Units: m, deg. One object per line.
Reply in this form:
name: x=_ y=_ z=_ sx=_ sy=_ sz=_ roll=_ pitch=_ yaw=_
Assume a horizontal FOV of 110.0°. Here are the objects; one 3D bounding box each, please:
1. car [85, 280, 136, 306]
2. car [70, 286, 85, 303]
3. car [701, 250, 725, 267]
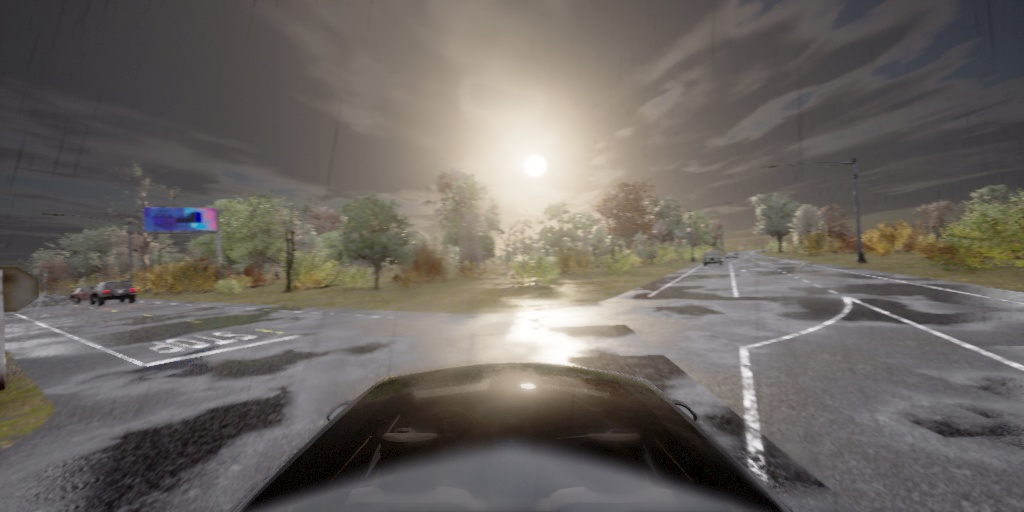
car: x=-35.574 y=3.257 z=31.949 sx=5.566 sy=2.045 sz=2.150 roll=-3 pitch=-1 yaw=33
car: x=-44.506 y=3.931 z=37.695 sx=4.553 sy=1.767 sz=2.097 roll=-3 pitch=-1 yaw=33
car: x=26.245 y=0.315 z=46.944 sx=2.150 sy=2.045 sz=5.566 roll=-4 pitch=-1 yaw=31
